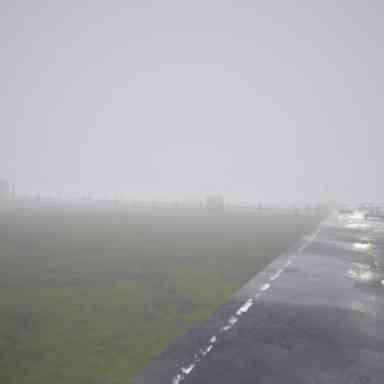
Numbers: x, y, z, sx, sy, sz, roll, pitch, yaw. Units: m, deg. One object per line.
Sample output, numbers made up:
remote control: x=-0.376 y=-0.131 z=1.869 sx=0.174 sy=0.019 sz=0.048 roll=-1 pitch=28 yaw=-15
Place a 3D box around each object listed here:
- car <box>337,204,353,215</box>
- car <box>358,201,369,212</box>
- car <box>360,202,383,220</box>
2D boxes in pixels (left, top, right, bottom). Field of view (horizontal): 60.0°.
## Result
car: x=20.195 y=2.267 z=43.742 sx=2.033 sy=1.411 sz=5.357 roll=1 pitch=-1 yaw=25
car: x=27.922 y=2.279 z=53.591 sx=2.097 sy=1.767 sz=4.553 roll=1 pitch=-1 yaw=25
car: x=19.461 y=2.182 z=35.681 sx=2.033 sy=1.411 sz=5.357 roll=1 pitch=-1 yaw=26
